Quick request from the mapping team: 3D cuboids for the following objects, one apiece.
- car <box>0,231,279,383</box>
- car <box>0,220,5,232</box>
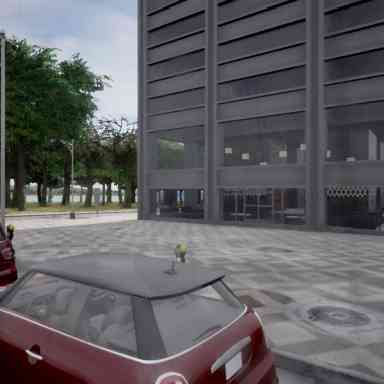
[{"bbox_3d":[-1.237,1.440,3.842,4.097,1.590,1.967,0,0,35],"label":"car"},{"bbox_3d":[-5.666,1.315,6.997,5.009,1.841,2.192,0,0,35],"label":"car"}]
